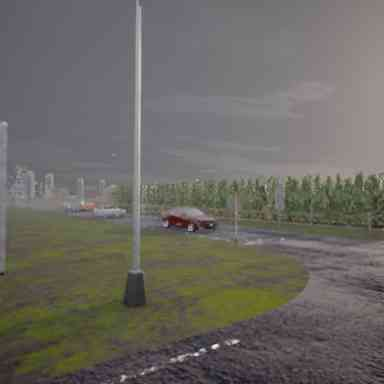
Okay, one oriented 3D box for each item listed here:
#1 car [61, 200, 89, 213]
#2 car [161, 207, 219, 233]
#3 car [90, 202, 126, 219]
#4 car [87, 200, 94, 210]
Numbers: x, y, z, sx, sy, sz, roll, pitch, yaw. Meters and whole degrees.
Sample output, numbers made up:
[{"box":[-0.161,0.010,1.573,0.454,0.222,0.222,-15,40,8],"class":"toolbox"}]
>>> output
[{"box":[-16.074,2.124,45.442,1.994,1.385,4.181,1,-1,-34],"class":"car"},{"box":[-0.228,1.775,22.358,1.882,1.535,5.008,1,-1,-35],"class":"car"},{"box":[-8.556,2.035,34.452,1.895,1.301,4.718,1,-1,-35],"class":"car"},{"box":[-16.154,1.995,50.680,2.097,1.767,4.553,1,-1,-35],"class":"car"}]
